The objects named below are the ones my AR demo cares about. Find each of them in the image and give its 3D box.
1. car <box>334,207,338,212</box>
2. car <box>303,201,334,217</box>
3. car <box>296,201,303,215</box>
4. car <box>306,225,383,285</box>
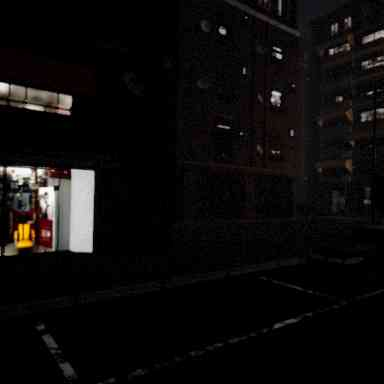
[{"bbox_3d":[15.113,1.933,40.245,1.752,1.417,4.829,2,-1,-35],"label":"car"},{"bbox_3d":[11.979,1.727,35.285,1.882,1.535,5.008,2,-1,-35],"label":"car"},{"bbox_3d":[8.778,1.503,35.569,2.192,1.841,5.009,2,-1,-35],"label":"car"},{"bbox_3d":[5.120,1.650,9.700,4.206,1.307,1.802,0,1,-35],"label":"car"}]
